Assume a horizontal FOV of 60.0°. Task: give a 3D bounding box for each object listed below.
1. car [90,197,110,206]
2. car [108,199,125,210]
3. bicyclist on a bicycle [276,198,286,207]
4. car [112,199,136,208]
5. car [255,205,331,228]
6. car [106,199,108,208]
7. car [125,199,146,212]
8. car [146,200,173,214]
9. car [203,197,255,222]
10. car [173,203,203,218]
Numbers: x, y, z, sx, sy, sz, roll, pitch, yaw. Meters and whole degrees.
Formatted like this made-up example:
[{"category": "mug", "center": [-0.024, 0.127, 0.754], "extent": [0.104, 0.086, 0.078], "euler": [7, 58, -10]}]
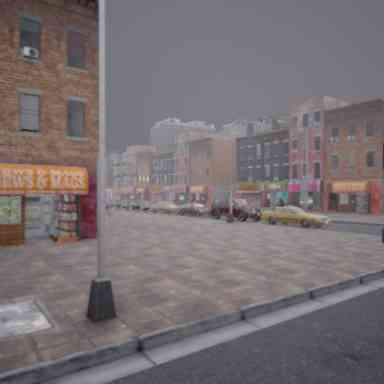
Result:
[{"category": "car", "center": [-16.534, 1.634, 59.453], "extent": [1.882, 1.535, 5.008], "euler": [0, 0, -36]}, {"category": "car", "center": [-9.174, 1.672, 44.456], "extent": [1.947, 1.339, 4.313], "euler": [0, 0, -36]}, {"category": "bicyclist on a bicycle", "center": [8.061, 1.354, 30.061], "extent": [1.656, 1.620, 0.582], "euler": [0, 0, -36]}, {"category": "car", "center": [-10.540, 1.728, 51.071], "extent": [1.895, 1.301, 4.718], "euler": [0, 0, -36]}, {"category": "car", "center": [6.781, 1.557, 22.144], "extent": [1.752, 1.417, 4.829], "euler": [0, 0, -36]}, {"category": "car", "center": [-12.345, 1.672, 48.891], "extent": [2.008, 1.369, 4.403], "euler": [0, 0, -36]}, {"category": "car", "center": [-6.002, 1.657, 40.021], "extent": [1.947, 1.339, 4.313], "euler": [0, 0, -36]}, {"category": "car", "center": [-2.733, 1.601, 35.448], "extent": [1.752, 1.417, 4.829], "euler": [0, 0, -36]}, {"category": "car", "center": [3.510, 1.362, 26.717], "extent": [2.192, 1.841, 5.009], "euler": [0, 0, -36]}, {"category": "car", "center": [0.340, 1.643, 31.152], "extent": [1.802, 1.307, 4.206], "euler": [0, 0, -36]}]
